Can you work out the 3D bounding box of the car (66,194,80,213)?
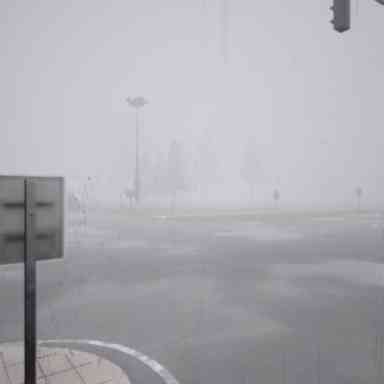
[{"bbox_3d":[-14.252,1.226,37.114,2.150,2.045,5.566,0,0,-36],"label":"car"}]
